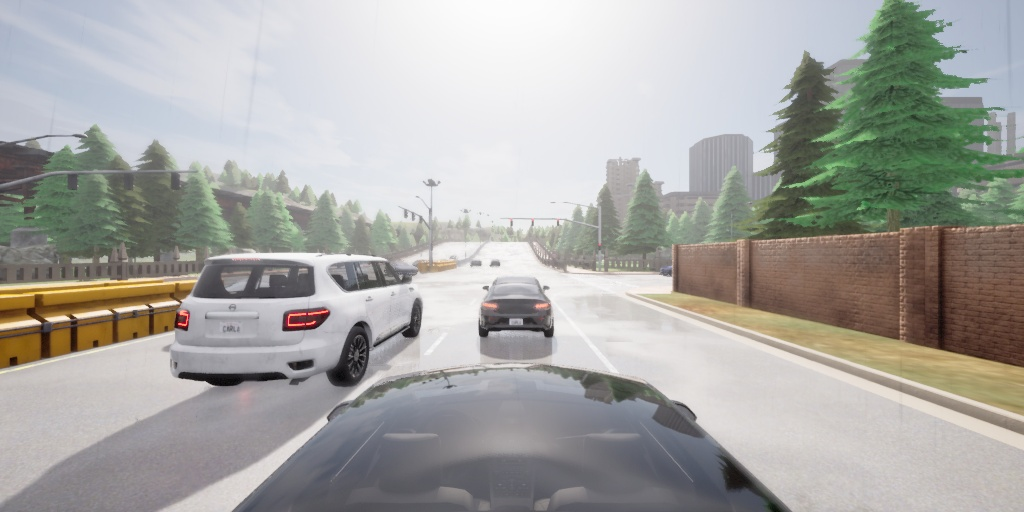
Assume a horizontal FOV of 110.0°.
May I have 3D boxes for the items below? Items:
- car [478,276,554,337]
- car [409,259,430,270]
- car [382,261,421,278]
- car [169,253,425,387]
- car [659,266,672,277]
[{"bbox_3d":[0.116,1.276,10.146,1.812,1.442,4.674,0,0,1],"label":"car"},{"bbox_3d":[-13.836,1.254,53.917,1.837,1.490,4.892,0,0,0],"label":"car"},{"bbox_3d":[-11.151,1.297,35.766,2.033,1.411,5.357,0,0,-37],"label":"car"},{"bbox_3d":[-3.416,0.971,7.091,2.150,2.045,5.566,0,0,1],"label":"car"},{"bbox_3d":[17.054,1.276,35.442,4.674,1.442,1.812,0,0,0],"label":"car"}]
